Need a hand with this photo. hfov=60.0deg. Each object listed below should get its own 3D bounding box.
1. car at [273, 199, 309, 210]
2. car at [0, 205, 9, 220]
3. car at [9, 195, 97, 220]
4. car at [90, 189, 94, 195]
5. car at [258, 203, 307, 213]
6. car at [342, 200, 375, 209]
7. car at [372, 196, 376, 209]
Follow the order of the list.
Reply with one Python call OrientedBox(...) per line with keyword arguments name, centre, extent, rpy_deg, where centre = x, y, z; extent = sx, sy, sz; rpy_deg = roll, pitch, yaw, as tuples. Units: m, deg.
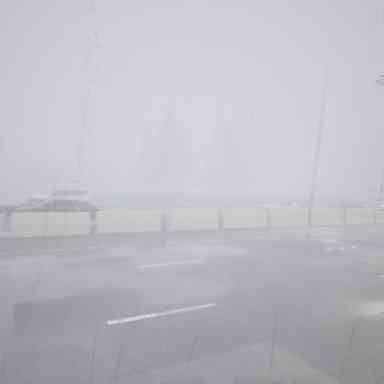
OrientedBox(name="car", centre=(12.787, 1.620, 42.881), extent=(4.181, 1.385, 1.994), rpy_deg=(2, 0, -28))
OrientedBox(name="car", centre=(-10.845, 1.145, 22.330), extent=(4.718, 1.301, 1.895), rpy_deg=(1, 1, -28))
OrientedBox(name="car", centre=(-8.007, 1.126, 19.877), extent=(4.892, 1.490, 1.837), rpy_deg=(1, 1, -28))
OrientedBox(name="car", centre=(-11.458, 0.671, 29.931), extent=(5.566, 2.045, 2.150), rpy_deg=(1, 1, -28))
OrientedBox(name="car", centre=(8.707, 1.514, 32.794), extent=(4.674, 1.442, 1.812), rpy_deg=(2, 0, -28))
OrientedBox(name="car", centre=(14.793, 1.728, 32.081), extent=(5.357, 1.411, 2.033), rpy_deg=(2, 0, -28))
OrientedBox(name="car", centre=(27.831, 1.701, 50.868), extent=(5.566, 2.045, 2.150), rpy_deg=(2, 0, -28))
